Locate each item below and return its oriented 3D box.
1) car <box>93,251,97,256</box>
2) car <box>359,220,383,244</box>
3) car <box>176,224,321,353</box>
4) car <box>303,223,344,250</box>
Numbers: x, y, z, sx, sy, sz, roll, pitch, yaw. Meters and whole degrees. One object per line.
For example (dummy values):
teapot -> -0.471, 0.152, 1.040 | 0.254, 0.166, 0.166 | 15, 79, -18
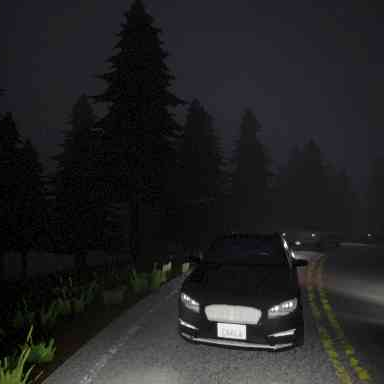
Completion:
car -> -20.282, 13.650, 72.959 | 4.181, 1.381, 1.994 | -2, -5, 31
car -> 15.811, 3.222, 26.445 | 5.566, 2.045, 2.150 | 8, -8, -28
car -> 1.131, 1.561, 6.596 | 2.128, 1.511, 4.902 | -1, -2, 15
car -> 6.485, 2.307, 17.677 | 1.895, 1.301, 4.718 | -3, -6, 39
